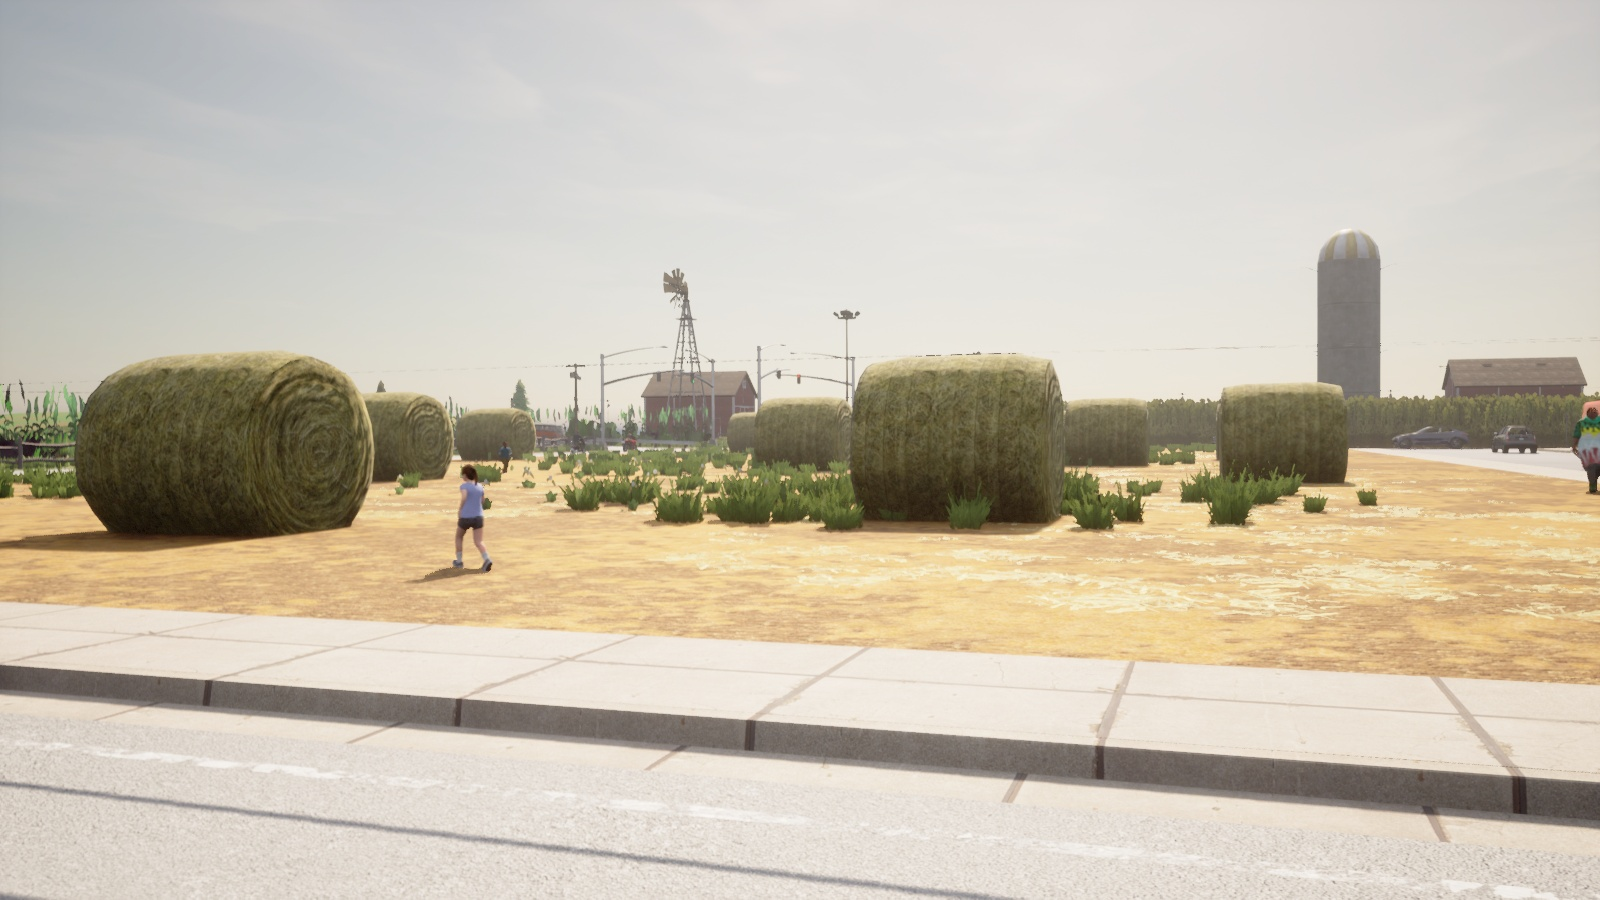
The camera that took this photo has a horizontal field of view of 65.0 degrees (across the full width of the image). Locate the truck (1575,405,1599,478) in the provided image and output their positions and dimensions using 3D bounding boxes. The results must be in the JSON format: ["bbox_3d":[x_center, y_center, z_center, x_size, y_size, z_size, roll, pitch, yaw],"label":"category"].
[{"bbox_3d":[28.318,-0.277,42.268,2.627,2.467,5.204,0,0,18],"label":"truck"}]

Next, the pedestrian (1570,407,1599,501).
[{"bbox_3d":[16.739,0.083,26.532,0.659,1.952,0.873,1,1,24],"label":"pedestrian"}]

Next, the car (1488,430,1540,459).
[{"bbox_3d":[42.009,-0.343,73.927,1.851,1.617,3.988,0,1,18],"label":"car"}]

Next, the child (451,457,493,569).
[{"bbox_3d":[-3.323,0.626,12.715,0.255,1.110,0.394,-1,1,-43],"label":"child"}]

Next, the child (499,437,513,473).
[{"bbox_3d":[-9.654,0.156,41.191,0.343,1.192,0.448,0,1,-28],"label":"child"}]
